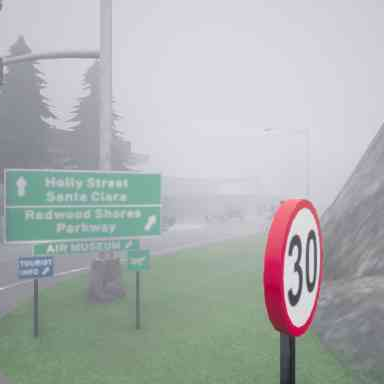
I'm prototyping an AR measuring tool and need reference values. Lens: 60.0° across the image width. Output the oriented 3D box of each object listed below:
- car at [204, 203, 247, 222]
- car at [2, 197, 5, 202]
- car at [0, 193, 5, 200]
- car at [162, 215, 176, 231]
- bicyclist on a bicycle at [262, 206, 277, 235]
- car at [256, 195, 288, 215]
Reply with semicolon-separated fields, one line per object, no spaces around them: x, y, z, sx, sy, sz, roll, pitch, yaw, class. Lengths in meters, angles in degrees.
2.902;1.683;28.298;2.128;1.511;4.902;0;0;36;car
-12.266;1.505;26.086;1.905;1.878;3.866;0;0;35;car
-38.316;1.489;70.119;4.514;1.523;2.007;0;0;35;car
-3.145;1.792;20.044;1.895;1.301;4.718;0;0;36;car
4.672;1.643;18.706;1.656;1.620;0.582;0;0;36;bicyclist on a bicycle
9.026;1.413;36.639;2.150;2.045;5.566;0;0;36;car
